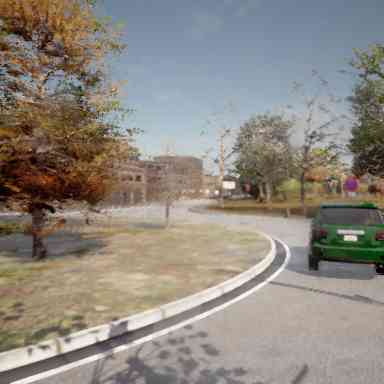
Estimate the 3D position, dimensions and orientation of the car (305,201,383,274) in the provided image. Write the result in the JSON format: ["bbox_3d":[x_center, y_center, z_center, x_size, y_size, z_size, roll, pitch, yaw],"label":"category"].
[{"bbox_3d":[5.113,1.335,11.309,2.150,2.045,5.566,0,0,20],"label":"car"}]

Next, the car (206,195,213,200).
[{"bbox_3d":[5.415,1.488,95.434,2.033,1.411,5.357,0,1,17],"label":"car"}]

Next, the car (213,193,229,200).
[{"bbox_3d":[8.106,1.414,93.086,2.128,1.511,4.902,0,1,17],"label":"car"}]
